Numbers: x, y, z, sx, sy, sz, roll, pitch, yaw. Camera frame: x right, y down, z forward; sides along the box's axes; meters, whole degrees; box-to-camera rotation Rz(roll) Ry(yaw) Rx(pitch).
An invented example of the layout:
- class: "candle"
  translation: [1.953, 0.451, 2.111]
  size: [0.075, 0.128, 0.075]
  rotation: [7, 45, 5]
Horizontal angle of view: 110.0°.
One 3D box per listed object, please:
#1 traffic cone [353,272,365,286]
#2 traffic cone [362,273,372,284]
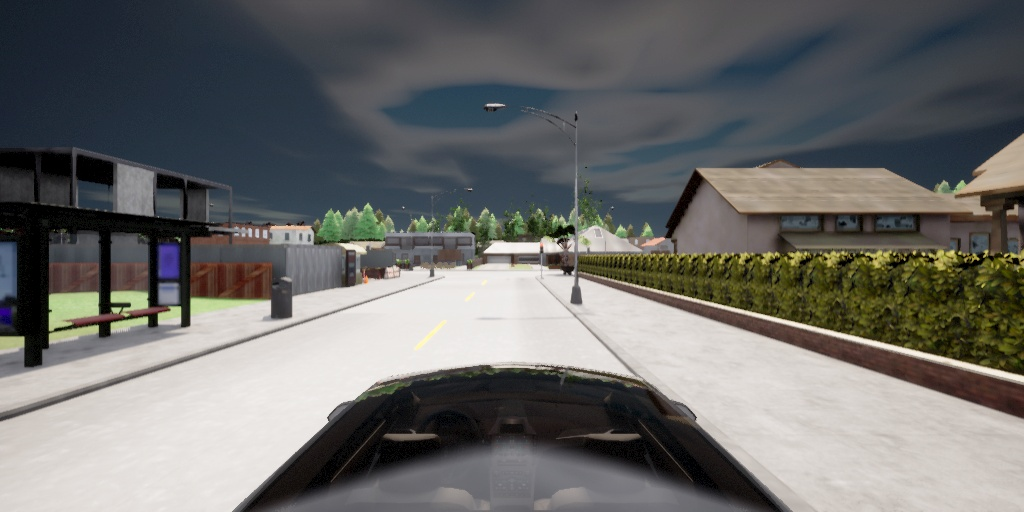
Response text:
- class: "traffic cone"
  translation: [-10.391, 1.534, 24.313]
  size: [0.344, 0.586, 0.344]
  rotation: [0, 0, 0]
- class: "traffic cone"
  translation: [-9.671, 1.564, 23.793]
  size: [0.344, 0.586, 0.344]
  rotation: [0, 0, 0]
